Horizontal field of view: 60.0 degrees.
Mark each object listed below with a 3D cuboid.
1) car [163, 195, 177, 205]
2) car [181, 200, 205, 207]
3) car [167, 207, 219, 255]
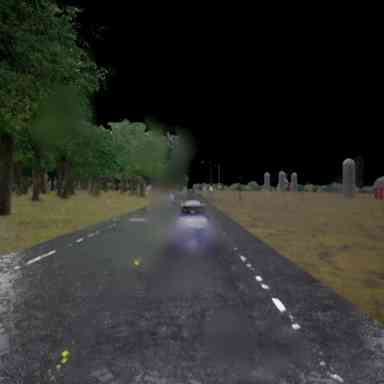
[{"bbox_3d":[-3.531,1.272,53.591,1.812,1.442,4.674,0,0,1],"label":"car"},{"bbox_3d":[0.065,1.421,28.720,1.882,1.535,5.008,0,1,1],"label":"car"},{"bbox_3d":[0.055,1.545,13.207,1.812,1.442,4.674,0,0,1],"label":"car"}]
